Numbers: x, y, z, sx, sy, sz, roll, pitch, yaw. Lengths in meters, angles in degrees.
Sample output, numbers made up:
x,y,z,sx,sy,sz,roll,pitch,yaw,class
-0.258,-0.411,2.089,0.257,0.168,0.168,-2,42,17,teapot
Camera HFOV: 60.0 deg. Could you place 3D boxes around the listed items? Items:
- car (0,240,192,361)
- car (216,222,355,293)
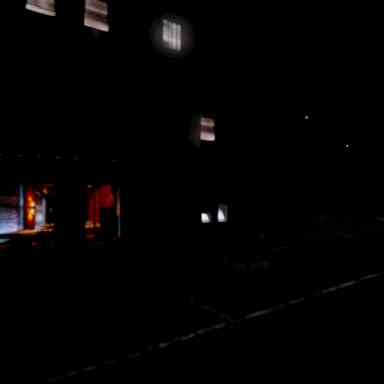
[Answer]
x,y,z,sx,sy,sz,roll,pitch,yaw,class
-1.987,1.542,5.290,4.313,1.339,1.947,-1,1,-35,car
2.545,1.460,8.524,4.206,1.307,1.802,-1,1,-35,car
